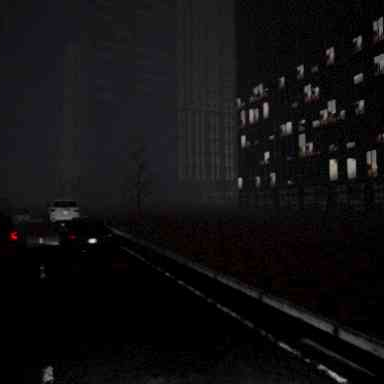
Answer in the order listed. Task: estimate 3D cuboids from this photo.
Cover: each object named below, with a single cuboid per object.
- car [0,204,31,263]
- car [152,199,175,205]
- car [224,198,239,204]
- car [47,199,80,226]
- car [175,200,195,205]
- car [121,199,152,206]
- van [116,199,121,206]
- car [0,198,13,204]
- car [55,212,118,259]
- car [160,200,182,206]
[{"bbox_3d":[-7.268,1.496,12.232,2.097,1.767,4.553,0,-1,-24],"label":"car"},{"bbox_3d":[-6.411,2.157,70.171,4.097,1.590,1.967,0,-2,-25],"label":"car"},{"bbox_3d":[10.276,2.507,86.960,4.097,1.590,1.967,0,-2,-25],"label":"car"},{"bbox_3d":[-10.219,1.555,26.415,2.150,2.045,5.566,0,0,-24],"label":"car"},{"bbox_3d":[-1.363,2.300,72.559,4.206,1.307,1.802,0,-2,-25],"label":"car"},{"bbox_3d":[-11.303,2.242,67.848,4.829,1.417,1.752,0,-2,-25],"label":"car"},{"bbox_3d":[-14.997,2.401,74.977,3.998,1.788,1.690,0,-2,-25],"label":"van"},{"bbox_3d":[-28.208,1.907,49.963,2.150,2.045,5.566,0,-1,-24],"label":"car"},{"bbox_3d":[-4.334,1.726,13.622,1.994,1.385,4.181,0,-1,-24],"label":"car"},{"bbox_3d":[-5.039,2.586,79.692,4.829,1.417,1.752,0,-2,-25],"label":"car"}]
